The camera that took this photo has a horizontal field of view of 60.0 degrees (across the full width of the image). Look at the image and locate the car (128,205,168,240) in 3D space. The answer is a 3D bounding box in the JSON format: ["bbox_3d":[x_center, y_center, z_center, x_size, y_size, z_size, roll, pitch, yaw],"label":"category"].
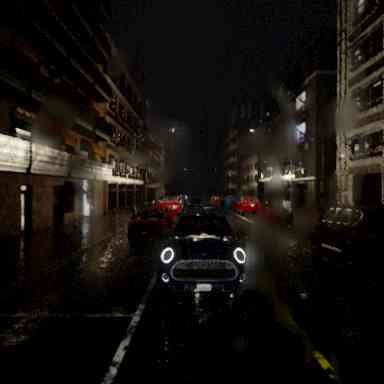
[{"bbox_3d":[-2.158,1.591,17.191,1.887,1.381,4.507,-1,0,0],"label":"car"}]

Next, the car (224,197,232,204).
[{"bbox_3d":[5.825,1.709,45.380,1.802,1.307,4.206,-1,0,0],"label":"car"}]

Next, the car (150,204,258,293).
[{"bbox_3d":[0.293,1.377,9.075,2.097,1.767,4.553,0,0,1],"label":"car"}]

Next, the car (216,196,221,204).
[{"bbox_3d":[5.863,1.474,56.710,2.192,1.841,5.009,-1,0,0],"label":"car"}]

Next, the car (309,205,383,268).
[{"bbox_3d":[5.699,1.347,11.395,2.192,1.841,5.009,-1,0,0],"label":"car"}]

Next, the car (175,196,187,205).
[{"bbox_3d":[-1.995,1.614,62.401,1.967,1.590,4.097,-1,0,0],"label":"car"}]

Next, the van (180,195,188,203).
[{"bbox_3d":[-1.935,1.563,79.355,1.690,1.788,3.998,-1,0,0],"label":"van"}]

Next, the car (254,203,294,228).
[{"bbox_3d":[5.743,1.645,22.723,1.802,1.307,4.206,-1,0,0],"label":"car"}]

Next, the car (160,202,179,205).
[{"bbox_3d":[-2.137,1.607,22.842,1.887,1.381,4.507,-1,0,0],"label":"car"}]

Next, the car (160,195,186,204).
[{"bbox_3d":[-2.099,1.409,34.145,2.192,1.841,5.009,-1,0,0],"label":"car"}]

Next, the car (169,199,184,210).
[{"bbox_3d":[-2.056,1.651,45.277,1.752,1.417,4.829,-1,0,0],"label":"car"}]

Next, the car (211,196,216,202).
[{"bbox_3d":[5.967,1.679,85.031,1.967,1.590,4.097,-1,0,0],"label":"car"}]

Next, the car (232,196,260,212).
[{"bbox_3d":[5.781,1.410,34.052,2.192,1.841,5.009,-1,0,0],"label":"car"}]

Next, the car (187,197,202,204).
[{"bbox_3d":[0.540,1.619,50.979,1.882,1.535,5.008,0,0,0],"label":"car"}]

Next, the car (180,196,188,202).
[{"bbox_3d":[-1.912,1.804,85.006,1.947,1.339,4.313,-1,0,0],"label":"car"}]

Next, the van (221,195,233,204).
[{"bbox_3d":[5.842,1.484,51.045,1.690,1.788,3.998,-1,0,0],"label":"van"}]

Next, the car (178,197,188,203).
[{"bbox_3d":[-1.953,1.757,73.703,2.008,1.369,4.403,-1,0,0],"label":"car"}]
